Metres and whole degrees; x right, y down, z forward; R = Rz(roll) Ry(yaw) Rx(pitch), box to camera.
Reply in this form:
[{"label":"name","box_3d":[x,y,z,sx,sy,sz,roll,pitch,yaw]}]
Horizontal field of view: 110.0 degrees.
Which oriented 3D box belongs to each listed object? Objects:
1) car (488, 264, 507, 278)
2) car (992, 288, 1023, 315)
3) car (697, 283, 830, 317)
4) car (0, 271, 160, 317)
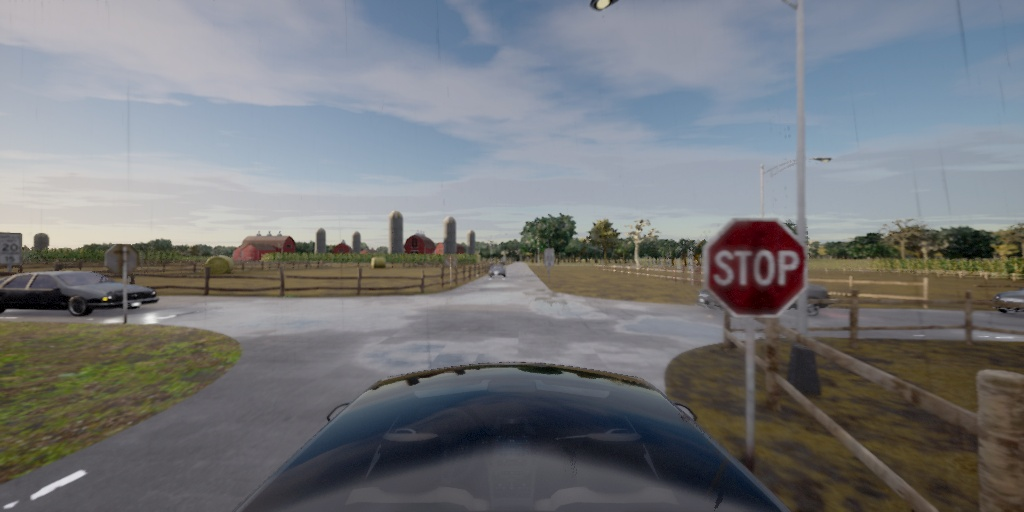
[{"label":"car","box_3d":[-1.634,1.717,41.474,2.128,1.511,4.902,0,-1,2]},{"label":"car","box_3d":[22.926,1.802,14.690,4.902,1.511,2.128,1,0,1]},{"label":"car","box_3d":[10.190,1.570,14.713,4.902,1.511,2.128,1,0,-3]},{"label":"car","box_3d":[-15.687,1.245,12.537,5.357,1.411,2.033,1,0,2]}]
